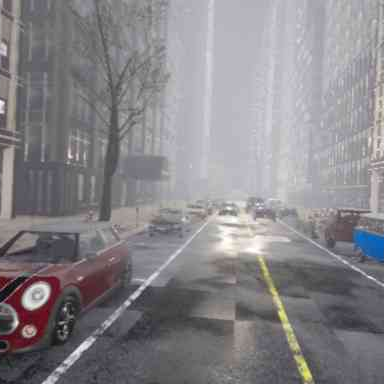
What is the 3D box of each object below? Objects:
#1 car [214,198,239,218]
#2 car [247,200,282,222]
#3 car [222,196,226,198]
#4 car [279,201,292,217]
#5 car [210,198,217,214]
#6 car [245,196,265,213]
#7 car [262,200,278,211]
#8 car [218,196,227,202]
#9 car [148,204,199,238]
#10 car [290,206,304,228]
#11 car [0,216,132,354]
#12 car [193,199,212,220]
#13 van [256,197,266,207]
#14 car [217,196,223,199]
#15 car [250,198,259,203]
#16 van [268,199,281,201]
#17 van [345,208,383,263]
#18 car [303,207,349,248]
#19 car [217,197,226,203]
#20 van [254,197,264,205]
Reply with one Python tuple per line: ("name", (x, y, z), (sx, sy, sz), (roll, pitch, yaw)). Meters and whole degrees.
("car", (3.711, 1.712, 33.401), (2.033, 1.411, 5.357), (3, 0, 8))
("car", (6.406, 1.778, 29.853), (2.128, 1.511, 4.902), (3, 0, 7))
("car", (4.843, 1.766, 62.564), (1.802, 1.307, 4.206), (2, 0, 7))
("car", (9.467, 1.970, 33.228), (2.008, 1.369, 4.403), (2, 0, 7))
("car", (1.169, 1.492, 34.313), (1.967, 1.590, 4.097), (2, 0, 7))
("car", (7.904, 1.568, 41.780), (2.150, 2.045, 5.566), (3, 1, 8))
("car", (11.675, 2.046, 50.178), (1.887, 1.381, 4.507), (2, 0, 7))
("car", (7.789, 1.829, 85.166), (2.008, 1.369, 4.403), (2, 0, 7))
("car", (-1.044, 1.509, 17.359), (2.008, 1.369, 4.403), (2, 0, 7))
("car", (8.017, 1.885, 22.093), (1.752, 1.417, 4.829), (2, 0, 7))
("car", (-2.510, 1.331, 6.058), (1.967, 1.590, 4.097), (2, 0, 7))
("car", (0.407, 1.546, 28.491), (1.752, 1.417, 4.829), (2, 0, 7))
("van", (13.891, 1.917, 67.130), (1.690, 1.788, 3.998), (2, 0, 7))
("car", (3.372, 1.699, 51.263), (1.947, 1.339, 4.313), (2, 0, 7))
("car", (16.826, 2.232, 89.735), (1.947, 1.339, 4.313), (2, 0, 7))
("van", (10.947, 1.816, 44.528), (1.690, 1.788, 3.998), (2, 0, 7))
("van", (6.531, 1.633, 10.622), (1.690, 1.788, 3.998), (2, 0, 7))
("car", (7.268, 1.640, 16.274), (2.192, 1.841, 5.009), (2, 0, 7))
("car", (7.051, 1.838, 79.517), (1.802, 1.307, 4.206), (2, 0, 7))
("van", (14.627, 1.941, 72.781), (1.690, 1.788, 3.998), (2, 0, 7))
